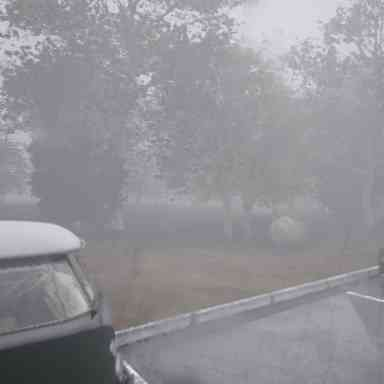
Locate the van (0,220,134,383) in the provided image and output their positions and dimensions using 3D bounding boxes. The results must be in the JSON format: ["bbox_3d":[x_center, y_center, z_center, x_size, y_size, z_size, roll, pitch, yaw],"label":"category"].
[{"bbox_3d":[-2.573,1.246,2.188,4.442,1.987,1.878,0,1,-33],"label":"van"}]

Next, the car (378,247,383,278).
[{"bbox_3d":[6.715,1.572,8.541,4.892,1.521,2.231,0,0,-33],"label":"car"}]
